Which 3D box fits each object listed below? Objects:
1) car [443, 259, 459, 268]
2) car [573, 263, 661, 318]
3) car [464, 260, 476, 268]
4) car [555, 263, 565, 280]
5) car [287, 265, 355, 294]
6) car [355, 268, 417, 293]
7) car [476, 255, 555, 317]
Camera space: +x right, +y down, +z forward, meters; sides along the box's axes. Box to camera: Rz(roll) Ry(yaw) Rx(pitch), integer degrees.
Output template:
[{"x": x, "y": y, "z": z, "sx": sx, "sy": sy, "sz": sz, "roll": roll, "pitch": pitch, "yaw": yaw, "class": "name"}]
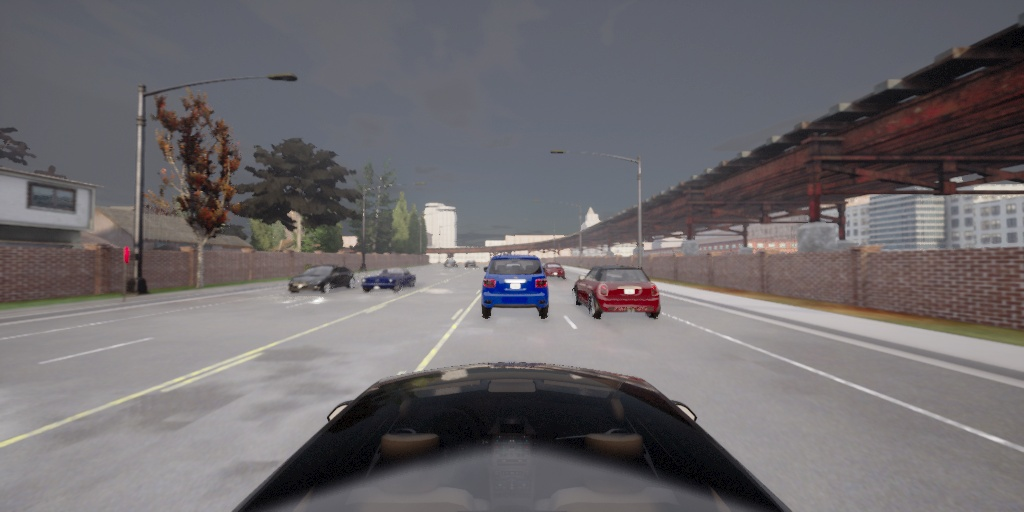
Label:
[{"x": -10.535, "y": 1.327, "z": 61.859, "sx": 1.812, "sy": 1.442, "sz": 4.674, "roll": 0, "pitch": 0, "yaw": 1, "class": "car"}, {"x": 3.601, "y": 1.111, "z": 13.122, "sx": 2.097, "sy": 1.767, "sz": 4.553, "roll": 0, "pitch": 0, "yaw": 0, "class": "car"}, {"x": -7.026, "y": 1.348, "z": 61.859, "sx": 2.033, "sy": 1.411, "sz": 5.357, "roll": 0, "pitch": 0, "yaw": 1, "class": "car"}, {"x": 3.601, "y": 1.301, "z": 32.056, "sx": 1.812, "sy": 1.442, "sz": 4.674, "roll": 0, "pitch": 0, "yaw": 0, "class": "car"}, {"x": -10.599, "y": 1.271, "z": 20.362, "sx": 1.837, "sy": 1.490, "sz": 4.892, "roll": 0, "pitch": 0, "yaw": 0, "class": "car"}, {"x": -7.099, "y": 1.367, "z": 21.043, "sx": 1.895, "sy": 1.301, "sz": 4.718, "roll": 0, "pitch": 0, "yaw": 0, "class": "car"}, {"x": 0.100, "y": 0.981, "z": 13.296, "sx": 2.150, "sy": 2.045, "sz": 5.566, "roll": 0, "pitch": 0, "yaw": 0, "class": "car"}]
